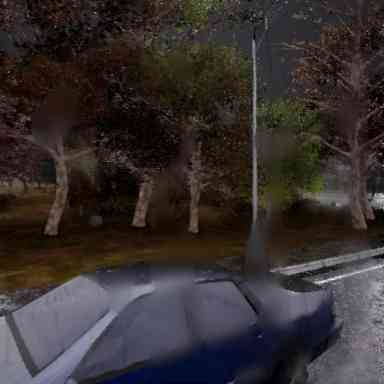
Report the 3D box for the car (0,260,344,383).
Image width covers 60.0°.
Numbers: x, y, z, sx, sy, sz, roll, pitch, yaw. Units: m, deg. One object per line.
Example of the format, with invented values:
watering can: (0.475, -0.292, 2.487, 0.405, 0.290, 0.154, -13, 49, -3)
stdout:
car: (-0.530, 1.551, 3.605, 5.357, 1.411, 2.033, 0, 0, -35)
